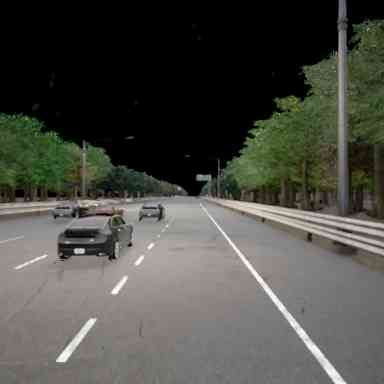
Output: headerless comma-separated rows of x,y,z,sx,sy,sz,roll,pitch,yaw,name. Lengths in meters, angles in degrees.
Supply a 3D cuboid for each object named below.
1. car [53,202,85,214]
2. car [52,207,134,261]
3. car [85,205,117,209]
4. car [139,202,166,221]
-10.357,1.641,28.825,2.128,1.511,4.902,0,-1,0,car
-3.394,1.543,12.468,1.837,1.490,4.892,0,0,0,car
-6.862,1.735,27.195,1.895,1.301,4.718,0,-1,0,car
-3.357,1.640,28.786,2.128,1.511,4.902,0,-1,0,car
